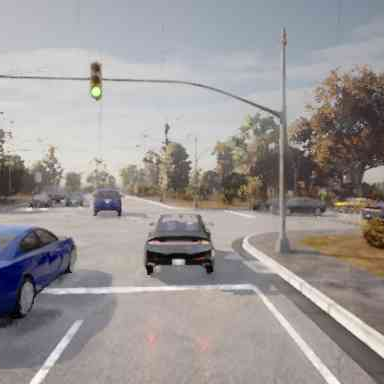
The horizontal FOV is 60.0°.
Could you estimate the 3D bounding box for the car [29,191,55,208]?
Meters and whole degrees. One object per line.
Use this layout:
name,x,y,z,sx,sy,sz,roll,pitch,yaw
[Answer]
car,-16.933,0.968,37.434,1.812,1.442,4.674,0,1,-16

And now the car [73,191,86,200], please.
car,-19.691,0.582,58.484,2.128,1.511,4.902,0,1,-18

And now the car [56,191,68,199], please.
car,-25.777,0.486,66.024,1.837,1.490,4.892,0,1,-18

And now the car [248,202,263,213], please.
car,7.750,1.257,31.349,4.718,1.301,1.895,1,1,-13

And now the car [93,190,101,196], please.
car,-22.461,0.237,78.681,1.812,1.442,4.674,0,1,-17

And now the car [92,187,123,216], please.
car,-7.071,0.825,28.042,2.150,2.045,5.566,0,1,-13

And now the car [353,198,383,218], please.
car,13.596,1.397,21.830,4.902,1.511,2.128,1,1,-14

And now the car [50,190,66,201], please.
car,-22.666,0.480,56.296,2.097,1.767,4.553,0,1,-18

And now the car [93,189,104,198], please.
car,-19.421,0.286,69.124,2.097,1.767,4.553,0,1,-18

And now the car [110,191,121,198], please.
car,-16.106,0.504,70.253,1.895,1.301,4.718,0,1,-18

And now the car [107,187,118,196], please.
car,-19.133,-0.084,79.758,2.150,2.045,5.566,0,1,-17

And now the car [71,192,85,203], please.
car,-16.614,0.747,48.665,1.837,1.490,4.892,0,1,-17

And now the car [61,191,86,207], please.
car,-13.918,0.892,39.648,2.128,1.511,4.902,0,1,-16

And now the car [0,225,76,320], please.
car,-3.986,1.444,7.234,1.882,1.535,5.008,0,1,-5

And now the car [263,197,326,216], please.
car,8.868,1.226,28.000,4.892,1.490,1.837,1,1,-14

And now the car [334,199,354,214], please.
car,16.799,1.383,33.642,5.008,1.535,1.882,2,0,-14

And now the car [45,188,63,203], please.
car,-19.659,0.502,46.651,2.150,2.045,5.566,0,1,-17

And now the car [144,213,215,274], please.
car,-0.340,1.408,10.337,2.128,1.511,4.902,0,1,0

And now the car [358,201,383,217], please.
car,17.807,1.572,30.288,4.718,1.301,1.895,2,0,-14
